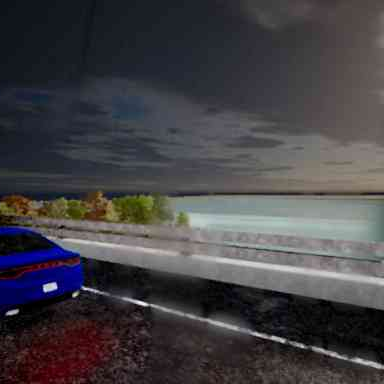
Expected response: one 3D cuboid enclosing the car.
[{"bbox_3d":[-4.468,1.509,7.215,5.008,1.535,1.882,0,0,36],"label":"car"}]
